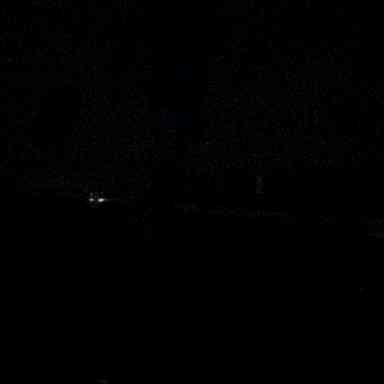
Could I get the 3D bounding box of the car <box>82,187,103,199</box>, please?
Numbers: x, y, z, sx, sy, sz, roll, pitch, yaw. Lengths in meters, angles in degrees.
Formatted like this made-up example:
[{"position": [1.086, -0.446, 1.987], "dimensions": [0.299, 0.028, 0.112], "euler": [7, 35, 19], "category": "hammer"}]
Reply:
[{"position": [-15.618, 0.117, 52.178], "dimensions": [2.097, 1.767, 4.553], "euler": [-1, 1, -35], "category": "car"}]
